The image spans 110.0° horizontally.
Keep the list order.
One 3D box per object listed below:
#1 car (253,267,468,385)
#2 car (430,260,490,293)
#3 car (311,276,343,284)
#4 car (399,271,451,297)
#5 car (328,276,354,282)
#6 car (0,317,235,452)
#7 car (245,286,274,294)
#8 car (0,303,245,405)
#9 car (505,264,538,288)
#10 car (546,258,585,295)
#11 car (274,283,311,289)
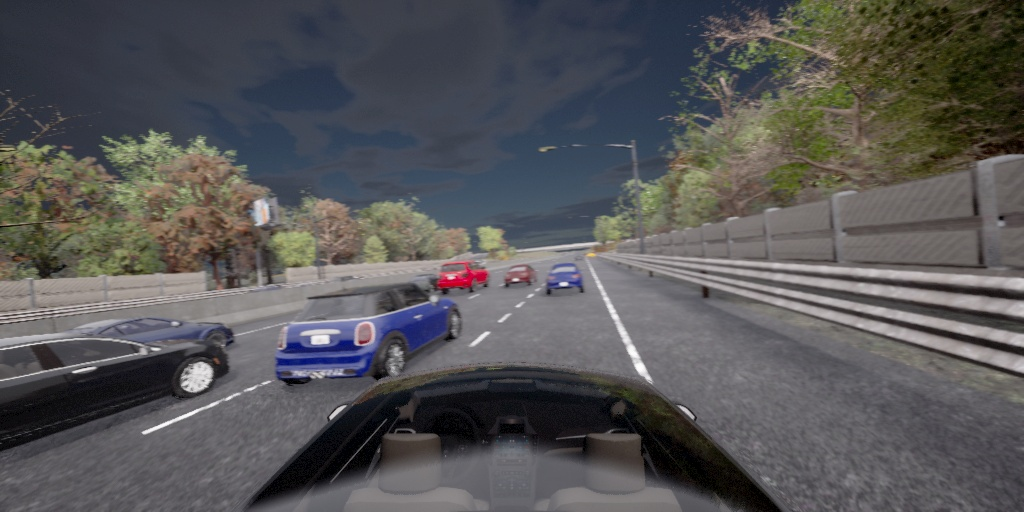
[{"bbox_3d":[-2.776,1.386,8.049,2.097,1.767,4.553,-5,0,11],"label":"car"},{"bbox_3d":[-3.129,1.370,24.276,2.150,2.045,5.566,-5,0,11],"label":"car"},{"bbox_3d":[-18.350,2.978,38.015,2.097,1.767,4.553,-5,0,11],"label":"car"},{"bbox_3d":[-6.245,2.012,26.305,1.994,1.385,4.181,-5,0,11],"label":"car"},{"bbox_3d":[-15.429,2.904,34.747,1.994,1.385,4.181,-5,0,11],"label":"car"},{"bbox_3d":[-6.877,1.904,5.192,1.837,1.490,4.892,-5,0,11],"label":"car"},{"bbox_3d":[-25.555,3.837,37.435,2.033,1.411,5.357,-5,0,11],"label":"car"},{"bbox_3d":[-9.640,2.239,9.149,1.994,1.385,4.181,-5,0,11],"label":"car"},{"bbox_3d":[0.671,1.330,25.376,1.812,1.442,4.674,-5,0,11],"label":"car"},{"bbox_3d":[2.821,1.098,18.804,1.812,1.442,4.674,-5,0,11],"label":"car"},{"bbox_3d":[-21.950,3.559,37.683,1.895,1.301,4.718,-5,0,11],"label":"car"}]
